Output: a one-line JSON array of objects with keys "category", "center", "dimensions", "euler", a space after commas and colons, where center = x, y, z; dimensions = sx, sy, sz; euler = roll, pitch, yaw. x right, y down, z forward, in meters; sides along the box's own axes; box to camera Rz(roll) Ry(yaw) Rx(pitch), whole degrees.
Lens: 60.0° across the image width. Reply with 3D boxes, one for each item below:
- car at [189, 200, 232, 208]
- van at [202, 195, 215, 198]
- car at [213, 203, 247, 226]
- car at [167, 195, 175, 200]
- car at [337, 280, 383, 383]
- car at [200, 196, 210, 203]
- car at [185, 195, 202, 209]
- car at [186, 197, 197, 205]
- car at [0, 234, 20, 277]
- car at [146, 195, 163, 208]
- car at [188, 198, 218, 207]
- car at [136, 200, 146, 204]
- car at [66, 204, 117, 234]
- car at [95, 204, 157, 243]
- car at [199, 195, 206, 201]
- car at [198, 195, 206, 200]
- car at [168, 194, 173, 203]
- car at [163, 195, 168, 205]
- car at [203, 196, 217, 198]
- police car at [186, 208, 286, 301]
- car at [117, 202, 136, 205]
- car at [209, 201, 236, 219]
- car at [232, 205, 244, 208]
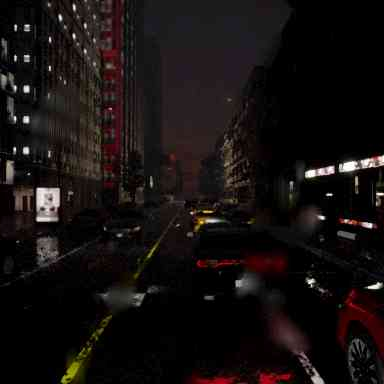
[{"category": "car", "center": [0.893, 1.455, 18.588], "dimensions": [1.801, 1.575, 5.366], "euler": [0, 0, 0]}, {"category": "van", "center": [2.686, 1.326, 47.085], "dimensions": [1.690, 1.788, 3.998], "euler": [1, 0, 0]}, {"category": "car", "center": [2.691, 1.564, 24.458], "dimensions": [1.947, 1.339, 4.313], "euler": [1, 0, 0]}, {"category": "car", "center": [-5.711, 1.503, 92.371], "dimensions": [1.947, 1.339, 4.313], "euler": [1, 0, 0]}, {"category": "car", "center": [2.702, 1.316, 1.832], "dimensions": [2.192, 1.841, 5.009], "euler": [1, 0, 0]}, {"category": "car", "center": [2.676, 1.548, 69.711], "dimensions": [1.802, 1.307, 4.206], "euler": [1, 0, 0]}, {"category": "car", "center": [-0.010, 1.463, 45.861], "dimensions": [1.882, 1.535, 5.008], "euler": [0, 0, 0]}, {"category": "car", "center": [-0.021, 1.576, 60.023], "dimensions": [1.895, 1.301, 4.718], "euler": [0, 0, 0]}, {"category": "car", "center": [-5.683, 1.546, 7.519], "dimensions": [1.887, 1.381, 4.507], "euler": [1, 0, 0]}, {"category": "car", "center": [-5.695, 1.425, 47.118], "dimensions": [1.967, 1.590, 4.097], "euler": [1, 0, 0]}, {"category": "car", "center": [0.807, 1.454, 24.586], "dimensions": [1.801, 1.575, 5.366], "euler": [0, 0, 0]}, {"category": "car", "center": [-5.691, 1.561, 30.146], "dimensions": [1.947, 1.339, 4.313], "euler": [1, 0, 0]}, {"category": "car", "center": [-5.688, 1.582, 18.832], "dimensions": [1.802, 1.307, 4.206], "euler": [1, 0, 0]}, {"category": "car", "center": [-3.005, 1.526, 16.102], "dimensions": [1.812, 1.442, 4.674], "euler": [0, 0, 0]}, {"category": "car", "center": [2.671, 1.527, 86.682], "dimensions": [1.802, 1.307, 4.206], "euler": [1, 0, 0]}, {"category": "car", "center": [2.669, 1.488, 92.338], "dimensions": [2.008, 1.369, 4.403], "euler": [1, 0, 0]}, {"category": "car", "center": [-5.702, 1.406, 69.744], "dimensions": [1.967, 1.590, 4.097], "euler": [1, 0, 0]}, {"category": "car", "center": [-5.701, 1.558, 58.431], "dimensions": [1.802, 1.307, 4.206], "euler": [1, 0, 0]}, {"category": "car", "center": [2.685, 1.554, 41.428], "dimensions": [1.947, 1.339, 4.313], "euler": [1, 0, 0]}, {"category": "police car", "center": [0.896, 1.426, 8.507], "dimensions": [1.930, 1.638, 5.238], "euler": [0, 0, 0]}, {"category": "car", "center": [-5.689, 1.543, 24.489], "dimensions": [1.887, 1.381, 4.507], "euler": [1, 0, 0]}, {"category": "car", "center": [2.689, 1.546, 30.115], "dimensions": [2.008, 1.369, 4.403], "euler": [1, 0, 0]}, {"category": "car", "center": [2.693, 1.525, 18.972], "dimensions": [1.752, 1.417, 4.829], "euler": [1, 0, 0]}]
